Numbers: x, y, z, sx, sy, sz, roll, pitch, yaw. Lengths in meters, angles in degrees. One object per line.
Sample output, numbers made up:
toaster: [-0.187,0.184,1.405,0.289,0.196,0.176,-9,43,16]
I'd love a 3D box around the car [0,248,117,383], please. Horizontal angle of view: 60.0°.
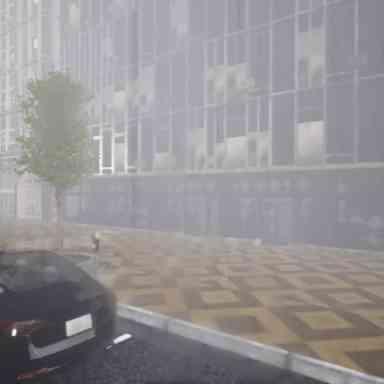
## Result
car: [-2.982,1.539,5.004,4.313,1.339,1.947,0,0,35]
